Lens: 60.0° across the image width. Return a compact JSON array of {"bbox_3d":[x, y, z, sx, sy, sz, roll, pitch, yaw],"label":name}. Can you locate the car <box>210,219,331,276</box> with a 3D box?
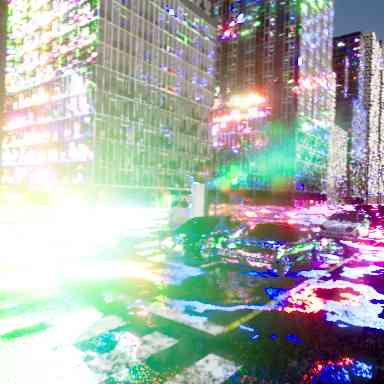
[{"bbox_3d":[2.812,1.691,10.951,1.895,1.301,4.718,2,0,38],"label":"car"}]

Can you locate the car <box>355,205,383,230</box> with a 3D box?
[{"bbox_3d":[14.165,1.967,25.557,1.882,1.535,5.008,2,0,38],"label":"car"}]

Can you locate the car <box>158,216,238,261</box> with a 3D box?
[{"bbox_3d":[0.660,1.579,12.400,1.947,1.339,4.313,2,0,38],"label":"car"}]

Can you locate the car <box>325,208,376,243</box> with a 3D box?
[{"bbox_3d":[8.397,1.811,18.142,1.812,1.442,4.674,2,0,38],"label":"car"}]

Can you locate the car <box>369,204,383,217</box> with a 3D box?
[{"bbox_3d":[24.299,2.376,42.852,1.752,1.417,4.829,2,0,38],"label":"car"}]

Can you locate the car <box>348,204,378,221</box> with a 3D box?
[{"bbox_3d":[17.622,2.052,34.247,1.967,1.590,4.097,2,0,38],"label":"car"}]
